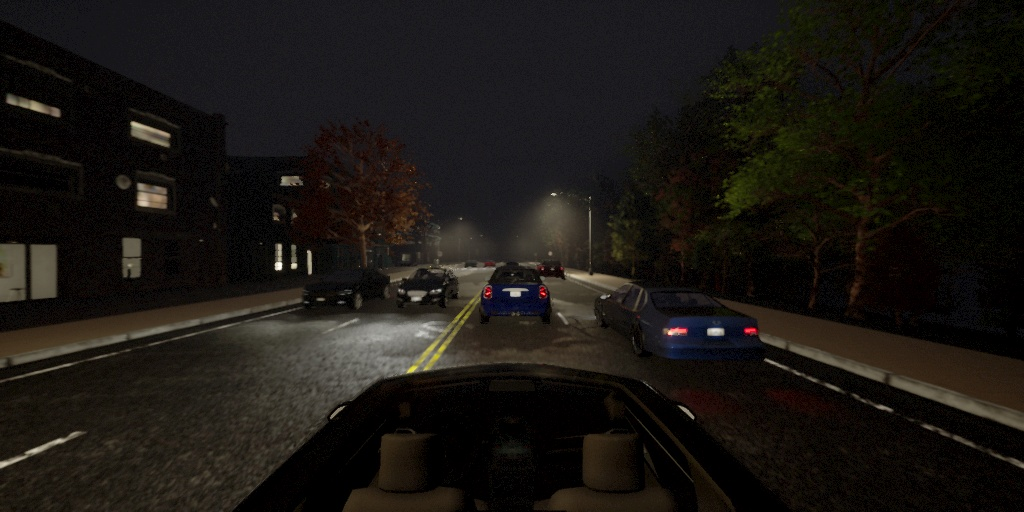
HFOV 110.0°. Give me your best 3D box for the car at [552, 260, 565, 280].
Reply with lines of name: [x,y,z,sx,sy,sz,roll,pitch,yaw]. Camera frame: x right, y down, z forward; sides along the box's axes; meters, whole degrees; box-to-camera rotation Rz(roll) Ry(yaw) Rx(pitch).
car: [3.241,1.097,31.086,2.097,1.767,4.553,0,0,-1]

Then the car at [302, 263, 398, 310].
car: [-6.604,1.225,14.872,1.882,1.535,5.008,0,0,0]

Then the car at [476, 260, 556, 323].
car: [0.100,1.100,12.314,2.097,1.767,4.553,0,0,0]

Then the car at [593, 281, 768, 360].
car: [3.349,1.297,8.411,2.033,1.411,5.357,0,0,0]

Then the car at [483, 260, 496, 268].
car: [-3.861,1.344,62.362,1.895,1.301,4.718,0,0,-1]

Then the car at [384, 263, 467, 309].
car: [-3.355,1.239,15.022,2.128,1.511,4.902,0,0,0]

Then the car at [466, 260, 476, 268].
car: [-7.111,1.345,62.308,1.895,1.301,4.718,0,0,-1]
